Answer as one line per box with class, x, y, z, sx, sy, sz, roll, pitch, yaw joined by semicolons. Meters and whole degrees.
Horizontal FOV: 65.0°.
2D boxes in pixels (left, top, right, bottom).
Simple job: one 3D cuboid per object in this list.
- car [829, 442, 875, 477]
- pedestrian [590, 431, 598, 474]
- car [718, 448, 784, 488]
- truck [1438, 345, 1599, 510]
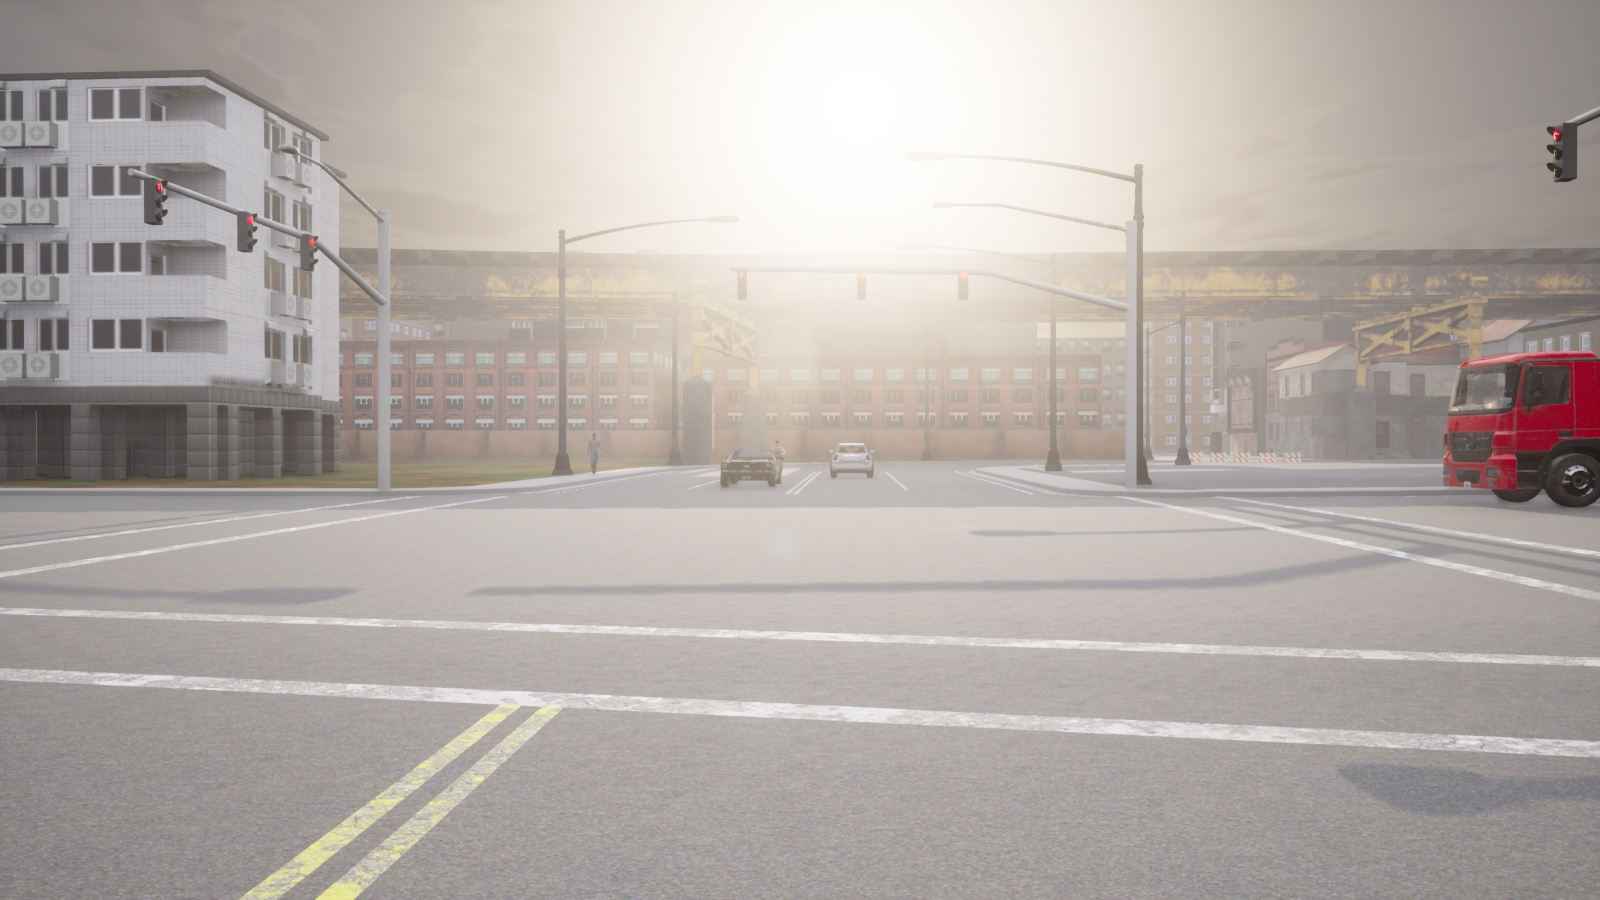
car;2.281;0.402;55.286;1.970;1.475;3.806;0;0;2
pedestrian;-8.845;0.086;53.939;0.354;1.836;0.706;0;0;-10
car;-1.673;0.596;44.241;1.895;1.301;4.718;0;0;3
truck;18.856;-0.511;27.780;7.936;3.462;2.891;-1;0;3
